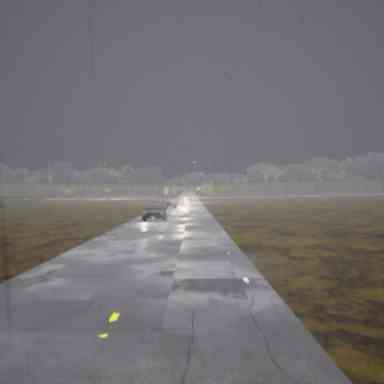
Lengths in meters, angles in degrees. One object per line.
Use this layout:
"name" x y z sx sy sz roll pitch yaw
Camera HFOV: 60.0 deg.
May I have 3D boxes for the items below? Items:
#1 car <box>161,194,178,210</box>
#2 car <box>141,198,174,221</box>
"car" -2.810 1.030 39.168 2.097 1.767 4.553 0 0 0
"car" -2.799 1.471 26.704 2.033 1.411 5.357 0 0 0
